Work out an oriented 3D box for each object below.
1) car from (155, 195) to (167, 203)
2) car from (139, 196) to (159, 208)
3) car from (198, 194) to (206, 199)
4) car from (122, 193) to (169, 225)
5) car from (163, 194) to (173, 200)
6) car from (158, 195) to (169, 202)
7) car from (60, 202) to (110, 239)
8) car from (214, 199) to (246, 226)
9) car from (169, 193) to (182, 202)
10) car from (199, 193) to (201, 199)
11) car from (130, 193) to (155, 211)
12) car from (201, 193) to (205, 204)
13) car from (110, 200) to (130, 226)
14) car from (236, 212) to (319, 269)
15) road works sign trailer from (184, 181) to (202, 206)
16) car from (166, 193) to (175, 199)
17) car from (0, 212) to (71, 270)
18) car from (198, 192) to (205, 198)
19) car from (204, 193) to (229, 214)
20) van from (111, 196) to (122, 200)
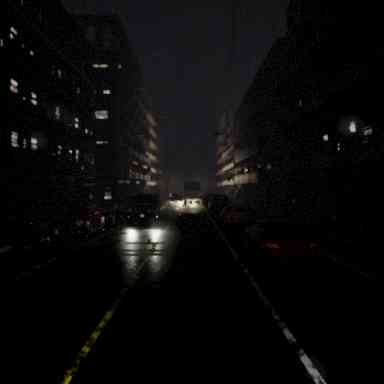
[{"bbox_3d":[-5.686,1.272,61.147,1.802,1.307,4.206,-1,0,0],"label":"car"},{"bbox_3d":[-5.697,1.325,44.342,2.008,1.369,4.403,-1,0,0],"label":"car"},{"bbox_3d":[2.701,1.116,89.127,1.947,1.339,4.313,-1,0,0],"label":"car"},{"bbox_3d":[-3.093,1.102,23.444,2.150,2.045,5.566,0,0,0],"label":"car"},{"bbox_3d":[-5.682,1.157,77.954,2.008,1.369,4.403,-1,0,0],"label":"car"},{"bbox_3d":[-5.684,1.244,66.749,1.802,1.307,4.206,-1,0,0],"label":"car"},{"bbox_3d":[-5.664,1.356,16.331,1.967,1.590,4.097,-1,0,0],"label":"car"},{"bbox_3d":[2.685,1.412,22.073,1.752,1.417,4.829,-1,0,0],"label":"car"},{"bbox_3d":[-3.006,1.023,65.069,2.097,1.767,4.553,0,0,1],"label":"car"},{"bbox_3d":[2.690,1.033,55.514,2.192,1.841,5.009,-1,0,0],"label":"car"},{"bbox_3d":[-5.684,1.118,38.738,2.192,1.841,5.009,-1,0,0],"label":"car"},{"bbox_3d":[2.687,1.089,44.310,2.192,1.841,5.009,-1,0,0],"label":"car"},{"bbox_3d":[-5.662,1.439,21.933,2.008,1.369,4.403,-1,0,0],"label":"car"},{"bbox_3d":[2.683,1.527,10.699,1.802,1.307,4.206,-1,0,0],"label":"car"},{"bbox_3d":[0.015,0.209,50.155,2.380,3.560,2.880,0,0,1],"label":"road works sign trailer"},{"bbox_3d":[-5.679,1.101,89.157,2.008,1.369,4.403,-1,0,0],"label":"car"},{"bbox_3d":[-5.664,1.527,10.730,1.802,1.307,4.206,-1,0,0],"label":"car"},{"bbox_3d":[2.700,0.963,94.728,1.967,1.590,4.097,-1,0,0],"label":"car"},{"bbox_3d":[2.685,1.146,33.106,2.192,1.841,5.009,-1,0,0],"label":"car"},{"bbox_3d":[-5.663,1.200,27.534,1.690,1.788,3.998,-1,0,0],"label":"van"}]
